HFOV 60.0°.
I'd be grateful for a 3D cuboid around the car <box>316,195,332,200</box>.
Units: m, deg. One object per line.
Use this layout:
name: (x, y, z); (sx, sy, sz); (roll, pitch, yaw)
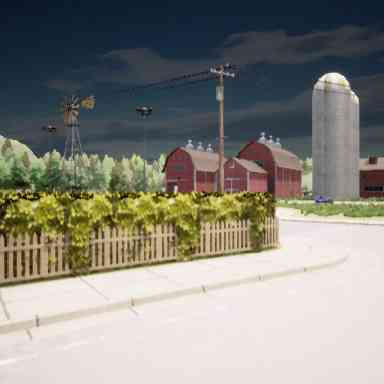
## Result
car: (22.029, 1.411, 55.323); (2.242, 1.667, 4.611); (0, 0, 34)
